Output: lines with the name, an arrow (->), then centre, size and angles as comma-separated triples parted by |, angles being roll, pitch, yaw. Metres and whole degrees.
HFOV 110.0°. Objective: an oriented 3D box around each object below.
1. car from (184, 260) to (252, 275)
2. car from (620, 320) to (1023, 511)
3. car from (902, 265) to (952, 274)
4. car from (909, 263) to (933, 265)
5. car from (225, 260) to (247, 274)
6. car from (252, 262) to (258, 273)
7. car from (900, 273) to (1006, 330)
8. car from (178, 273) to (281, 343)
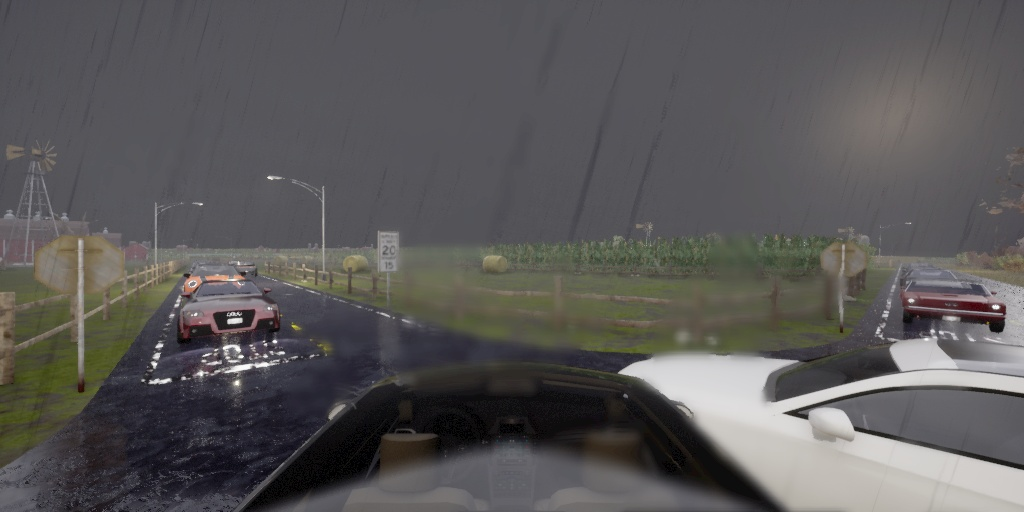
car -> -13.596, 1.132, 16.463 | 2.097, 1.767, 4.553 | 0, 0, -41
car -> 2.853, 1.293, 2.269 | 1.812, 1.442, 4.674 | 0, 1, -43
car -> 20.727, 1.348, 17.761 | 5.357, 1.411, 2.033 | 0, 1, -42
car -> 27.528, 1.380, 23.965 | 4.181, 1.385, 1.994 | 0, 1, -42
car -> -33.381, 1.281, 43.300 | 1.837, 1.490, 4.892 | 0, 0, -41
car -> -26.716, 1.264, 35.792 | 2.128, 1.511, 4.902 | 0, 0, -41
car -> 13.600, 1.389, 11.251 | 4.718, 1.301, 1.895 | 0, 1, -43
car -> -7.869, 1.351, 9.937 | 1.994, 1.385, 4.181 | 0, 0, -42
